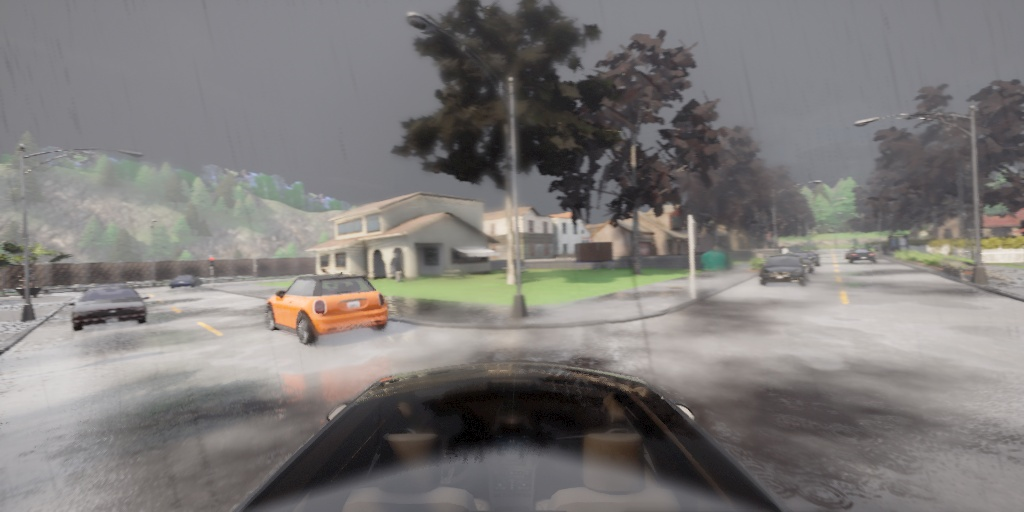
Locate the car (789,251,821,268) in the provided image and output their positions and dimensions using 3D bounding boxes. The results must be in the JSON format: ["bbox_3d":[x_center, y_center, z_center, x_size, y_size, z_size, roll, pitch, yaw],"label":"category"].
[{"bbox_3d":[27.234,0.270,33.248,1.994,1.385,4.181,-2,0,43],"label":"car"}]

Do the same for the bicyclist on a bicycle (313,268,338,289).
[{"bbox_3d":[-10.813,1.544,20.938,0.582,1.620,1.656,-2,0,42],"label":"bicyclist on a bicycle"}]

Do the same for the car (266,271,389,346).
[{"bbox_3d":[-5.588,1.331,10.611,4.553,1.767,2.097,-2,0,43],"label":"car"}]

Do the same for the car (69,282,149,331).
[{"bbox_3d":[-15.881,1.936,14.219,5.357,1.411,2.033,-2,0,42],"label":"car"}]

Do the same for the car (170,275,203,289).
[{"bbox_3d":[-35.241,2.739,38.833,1.994,1.385,4.181,-2,0,-31],"label":"car"}]

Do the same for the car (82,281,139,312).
[{"bbox_3d":[-23.268,2.250,20.842,4.181,1.385,1.994,-2,0,42],"label":"car"}]

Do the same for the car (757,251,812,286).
[{"bbox_3d":[14.372,0.704,18.900,1.837,1.490,4.892,-2,0,42],"label":"car"}]

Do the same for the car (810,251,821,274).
[{"bbox_3d":[20.583,0.453,25.871,2.128,1.511,4.902,-2,0,42],"label":"car"}]

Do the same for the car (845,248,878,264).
[{"bbox_3d":[34.300,-0.045,35.159,1.812,1.442,4.674,-2,0,42],"label":"car"}]
